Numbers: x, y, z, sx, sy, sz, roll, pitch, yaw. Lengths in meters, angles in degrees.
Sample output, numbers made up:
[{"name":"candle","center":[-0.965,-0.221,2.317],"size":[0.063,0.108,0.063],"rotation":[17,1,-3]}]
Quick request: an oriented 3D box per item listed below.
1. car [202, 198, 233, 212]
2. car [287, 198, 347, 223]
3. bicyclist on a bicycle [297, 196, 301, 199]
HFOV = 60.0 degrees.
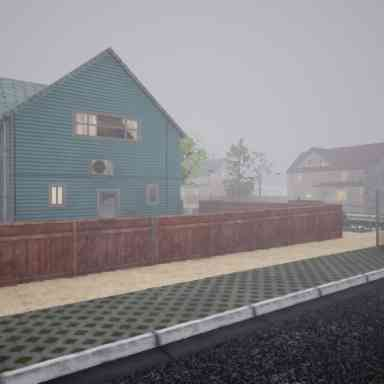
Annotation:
[{"name":"car","center":[2.714,1.383,31.829],"size":[1.882,1.535,5.008],"rotation":[0,1,-36]},{"name":"car","center":[8.546,1.304,23.649],"size":[2.097,1.767,4.553],"rotation":[0,0,-35]},{"name":"bicyclist on a bicycle","center":[10.150,1.206,31.488],"size":[1.656,1.620,0.582],"rotation":[-1,1,-36]}]
